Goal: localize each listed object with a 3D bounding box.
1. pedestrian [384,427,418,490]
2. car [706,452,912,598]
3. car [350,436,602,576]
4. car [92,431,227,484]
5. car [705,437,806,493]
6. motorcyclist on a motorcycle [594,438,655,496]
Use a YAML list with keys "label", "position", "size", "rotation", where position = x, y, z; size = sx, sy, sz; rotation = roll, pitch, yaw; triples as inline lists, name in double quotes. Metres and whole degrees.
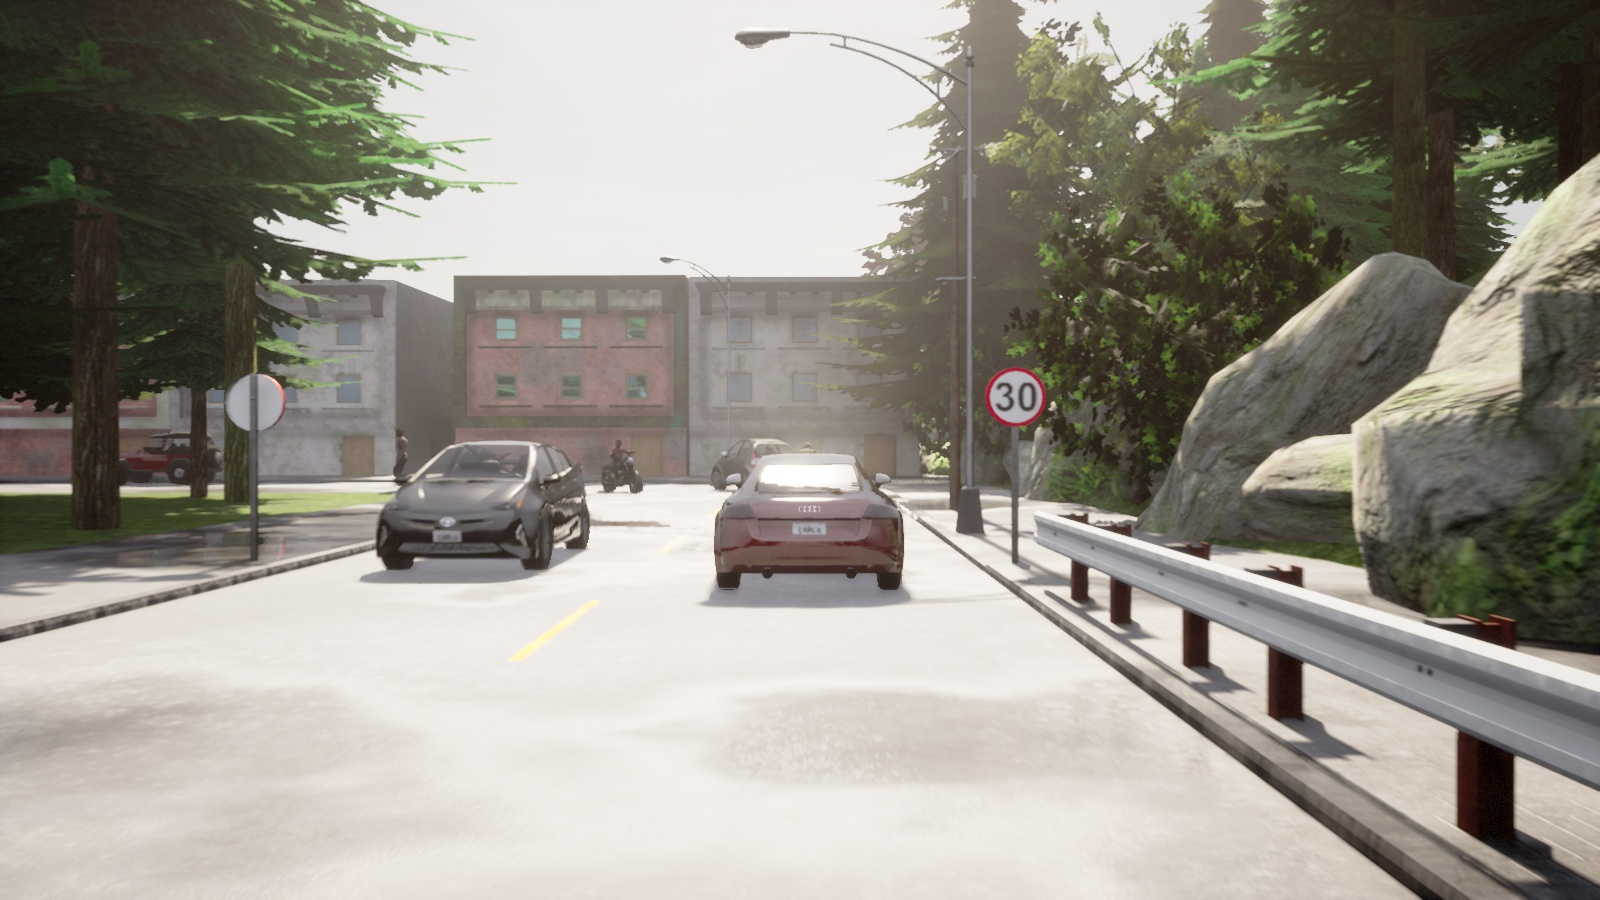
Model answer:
- label: "pedestrian"
  position: [-11.352, 0.242, 35.731]
  size: [0.869, 1.805, 0.328]
  rotation: [0, 0, 3]
- label: "car"
  position: [0.096, 0.729, 14.232]
  size: [1.994, 1.385, 4.181]
  rotation: [0, 0, 0]
- label: "car"
  position: [-3.894, 0.599, 15.961]
  size: [2.007, 1.525, 4.514]
  rotation: [0, 0, 0]
- label: "car"
  position: [-23.008, 0.265, 45.190]
  size: [3.866, 1.878, 1.905]
  rotation: [0, 0, 1]
- label: "car"
  position: [-1.426, 0.424, 38.752]
  size: [1.851, 1.617, 3.988]
  rotation: [0, 0, -22]
- label: "motorcyclist on a motorcycle"
  position: [-5.224, 0.480, 37.258]
  size: [0.766, 1.649, 2.350]
  rotation: [-2, 2, -36]
